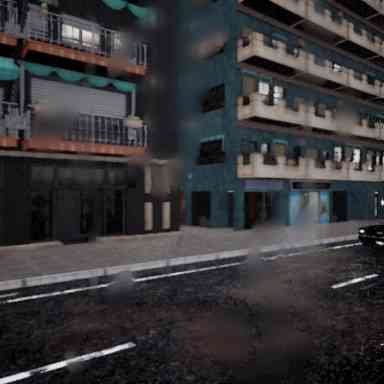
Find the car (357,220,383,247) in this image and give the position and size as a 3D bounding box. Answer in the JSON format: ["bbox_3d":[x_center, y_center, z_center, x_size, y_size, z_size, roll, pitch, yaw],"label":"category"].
[{"bbox_3d":[9.079,1.678,14.172,4.718,1.301,1.895,0,0,-36],"label":"car"}]
